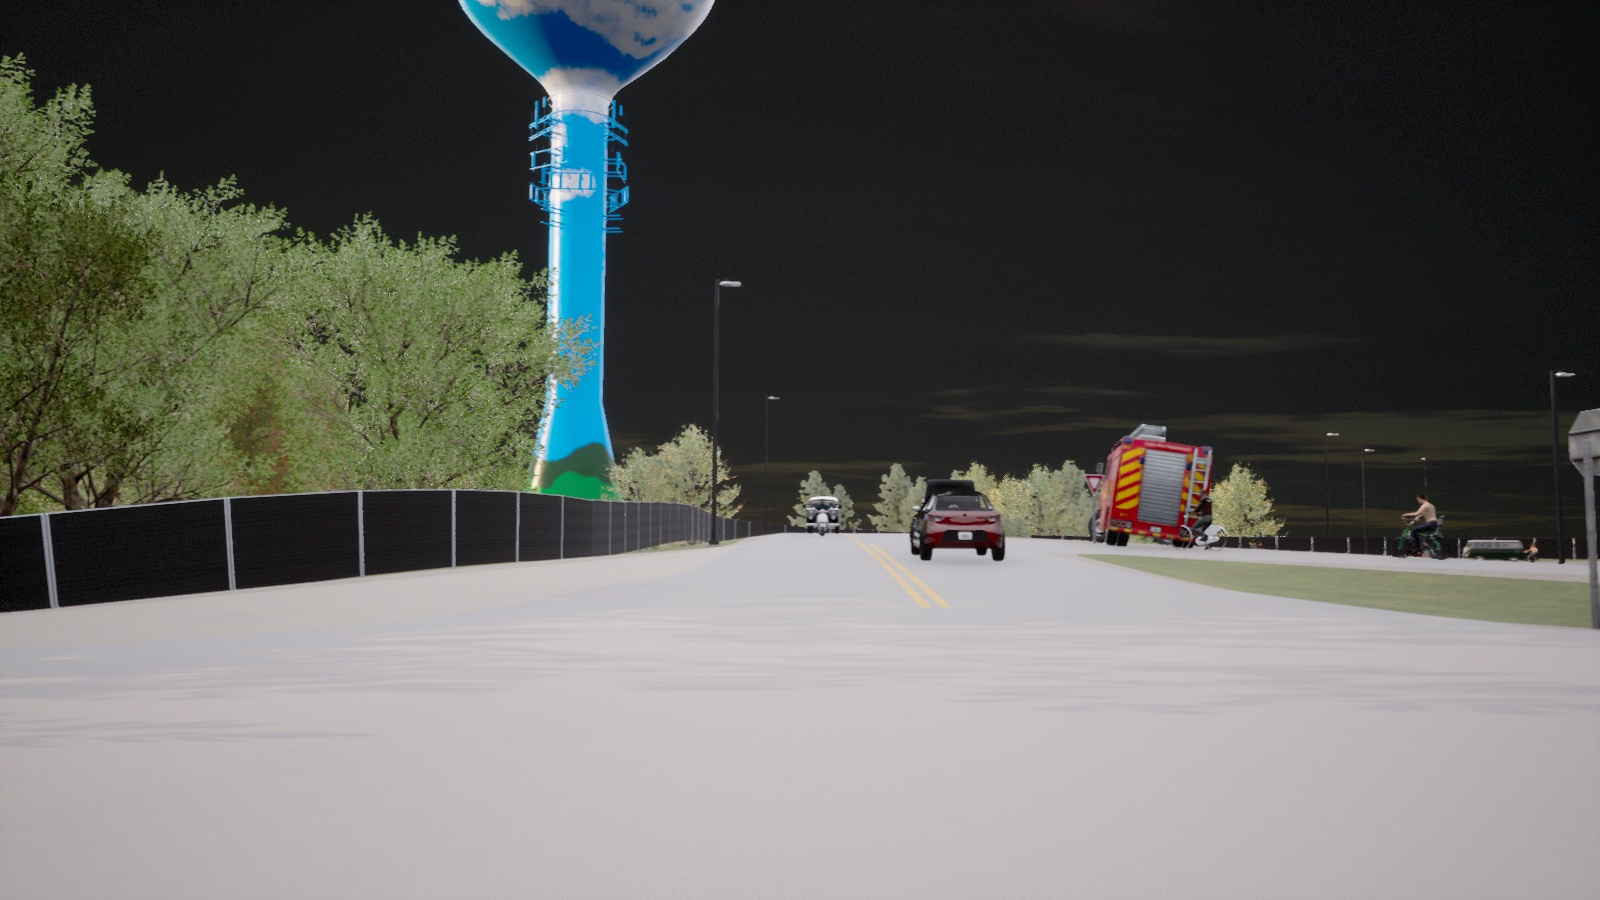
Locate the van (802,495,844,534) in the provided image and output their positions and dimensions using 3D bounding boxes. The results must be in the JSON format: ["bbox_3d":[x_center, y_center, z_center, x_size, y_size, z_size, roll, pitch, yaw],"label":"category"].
[{"bbox_3d":[1.315,3.542,68.785,2.069,2.038,4.480,0,-3,4],"label":"van"}]

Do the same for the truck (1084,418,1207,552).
[{"bbox_3d":[11.637,1.320,43.055,2.891,3.827,8.468,8,-2,11],"label":"truck"}]

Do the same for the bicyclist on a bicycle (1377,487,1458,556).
[{"bbox_3d":[14.971,1.732,30.461,0.866,1.612,1.509,3,-4,-36],"label":"bicyclist on a bicycle"}]

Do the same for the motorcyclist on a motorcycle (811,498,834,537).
[{"bbox_3d":[0.935,2.816,52.540,0.866,1.590,1.817,0,-3,-1],"label":"motorcyclist on a motorcycle"}]

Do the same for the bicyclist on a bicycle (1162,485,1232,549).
[{"bbox_3d":[11.280,1.904,35.725,0.659,1.776,1.843,3,-4,-40],"label":"bicyclist on a bicycle"}]

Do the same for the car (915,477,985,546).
[{"bbox_3d":[4.317,1.786,36.272,1.905,1.878,3.866,0,-3,7],"label":"car"}]

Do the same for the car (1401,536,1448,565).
[{"bbox_3d":[42.213,6.782,84.854,1.905,1.878,3.866,-4,-6,41],"label":"car"}]

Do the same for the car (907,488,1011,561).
[{"bbox_3d":[3.382,1.591,27.450,1.816,1.474,4.193,0,-2,1],"label":"car"}]
